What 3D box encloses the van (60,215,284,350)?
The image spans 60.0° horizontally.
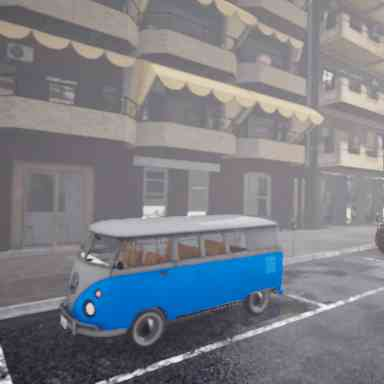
[{"bbox_3d":[-0.116,1.351,5.982,3.998,1.788,1.690,0,1,-35],"label":"van"}]

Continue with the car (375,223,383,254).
[{"bbox_3d":[8.897,1.364,12.393,5.009,1.841,2.192,0,1,-35],"label":"car"}]
